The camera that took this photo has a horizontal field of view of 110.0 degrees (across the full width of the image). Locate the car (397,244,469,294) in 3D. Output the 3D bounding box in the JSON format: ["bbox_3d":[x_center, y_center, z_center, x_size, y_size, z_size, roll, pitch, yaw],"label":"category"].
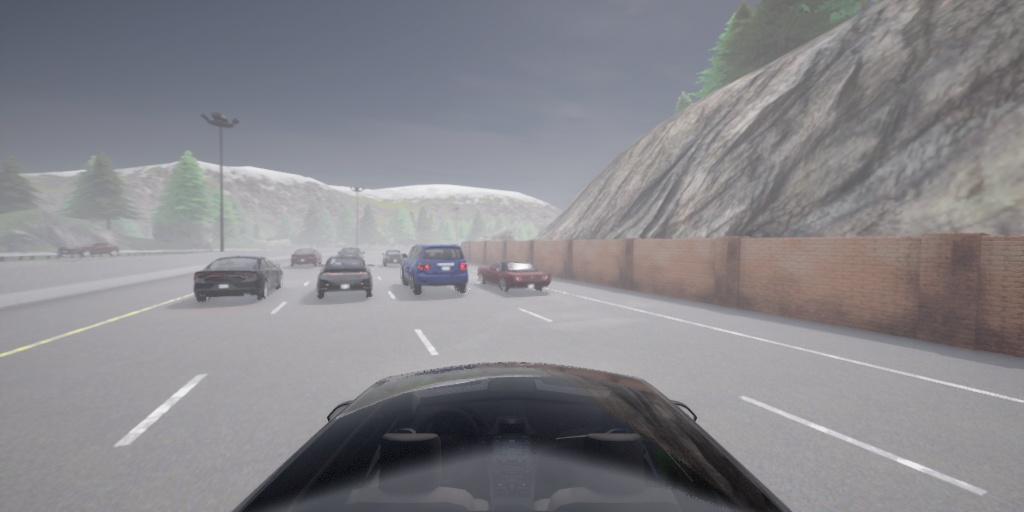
[{"bbox_3d":[-3.621,0.474,16.202,2.150,2.045,5.566,0,2,-24],"label":"car"}]

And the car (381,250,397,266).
[{"bbox_3d":[-10.922,0.153,33.090,1.812,1.442,4.674,0,2,-22],"label":"car"}]

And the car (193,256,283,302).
[{"bbox_3d":[-10.138,0.718,13.631,1.882,1.535,5.008,0,2,-24],"label":"car"}]

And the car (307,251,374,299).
[{"bbox_3d":[-6.734,0.750,14.588,2.128,1.511,4.902,0,2,-24],"label":"car"}]

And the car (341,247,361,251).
[{"bbox_3d":[-13.548,0.029,30.269,2.097,1.767,4.553,0,2,-22],"label":"car"}]

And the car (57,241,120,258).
[{"bbox_3d":[-41.014,-0.711,34.859,1.882,1.535,5.008,0,2,-14],"label":"car"}]

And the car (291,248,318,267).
[{"bbox_3d":[-17.490,0.088,30.686,1.882,1.535,5.008,0,2,-22],"label":"car"}]

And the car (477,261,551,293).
[{"bbox_3d":[-0.100,0.879,16.898,1.895,1.301,4.718,0,2,-24],"label":"car"}]
